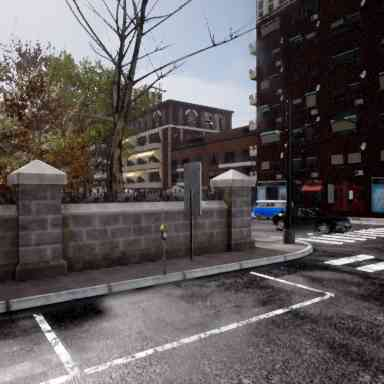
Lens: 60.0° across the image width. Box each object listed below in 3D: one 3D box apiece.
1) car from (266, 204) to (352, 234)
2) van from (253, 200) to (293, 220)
[{"bbox_3d":[7.310,1.700,20.677,1.837,1.490,4.892,0,-1,-39],"label":"car"},{"bbox_3d":[7.317,1.643,30.201,1.690,1.788,3.998,-1,0,-36],"label":"van"}]
